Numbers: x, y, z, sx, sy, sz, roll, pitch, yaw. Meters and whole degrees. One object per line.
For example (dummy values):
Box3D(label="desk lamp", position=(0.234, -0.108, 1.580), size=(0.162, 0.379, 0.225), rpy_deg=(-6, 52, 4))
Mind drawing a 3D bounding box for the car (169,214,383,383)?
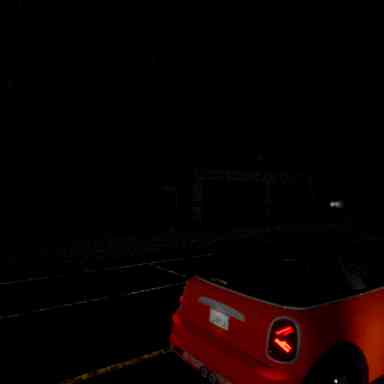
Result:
Box3D(label="car", position=(2.012, 1.351, 4.713), size=(4.553, 1.767, 2.097), rpy_deg=(0, 0, -36))

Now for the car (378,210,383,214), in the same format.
Box3D(label="car", position=(10.616, 1.582, 17.470), size=(4.206, 1.307, 1.802), rpy_deg=(0, 0, -35))
